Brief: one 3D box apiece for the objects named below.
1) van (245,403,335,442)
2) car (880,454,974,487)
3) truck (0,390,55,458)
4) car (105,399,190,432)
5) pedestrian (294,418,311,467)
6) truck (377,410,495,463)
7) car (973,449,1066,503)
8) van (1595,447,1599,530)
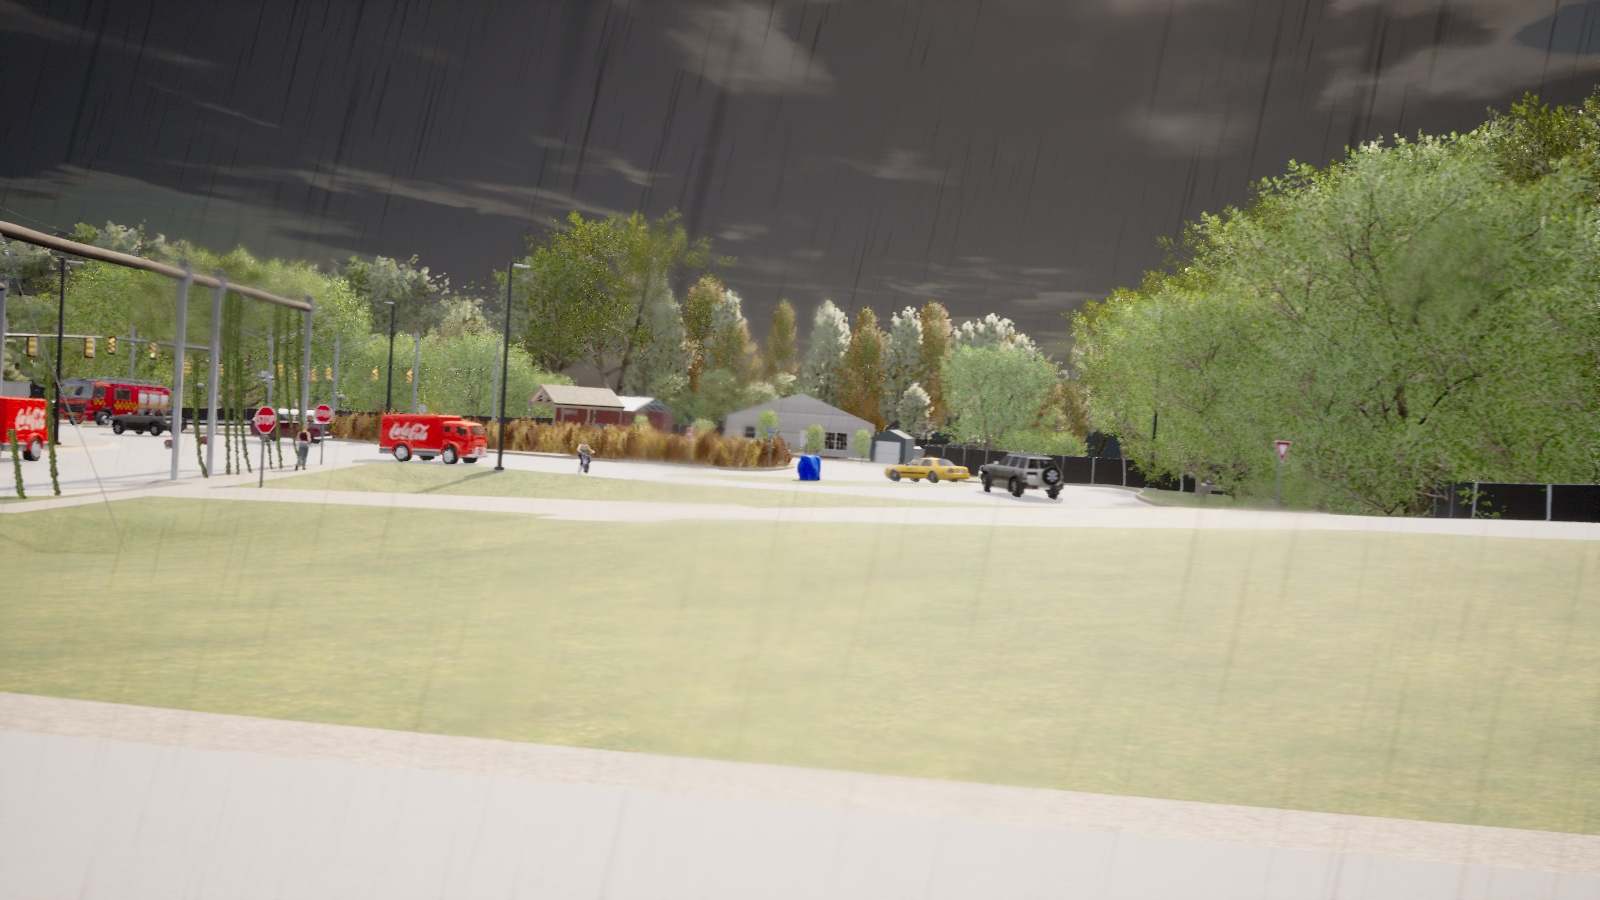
[{"bbox_3d":[-30.567,-1.666,75.330,4.480,2.038,2.069,4,3,-1],"label":"van"},{"bbox_3d":[7.073,1.124,70.453,1.801,1.575,5.366,2,0,-42],"label":"car"},{"bbox_3d":[-30.692,-1.058,47.264,2.627,2.467,5.204,4,1,-7],"label":"truck"},{"bbox_3d":[-40.272,-2.130,77.557,4.605,1.855,1.932,3,2,17],"label":"car"},{"bbox_3d":[-19.208,-0.301,48.483,0.345,1.836,0.594,4,2,-7],"label":"pedestrian"},{"bbox_3d":[-18.713,-0.708,64.624,5.204,2.467,2.627,3,1,17],"label":"truck"},{"bbox_3d":[9.156,1.054,52.794,1.932,1.855,4.605,2,2,-16],"label":"car"},{"bbox_3d":[21.259,0.982,29.094,2.069,2.038,4.480,3,-1,-18],"label":"van"}]
